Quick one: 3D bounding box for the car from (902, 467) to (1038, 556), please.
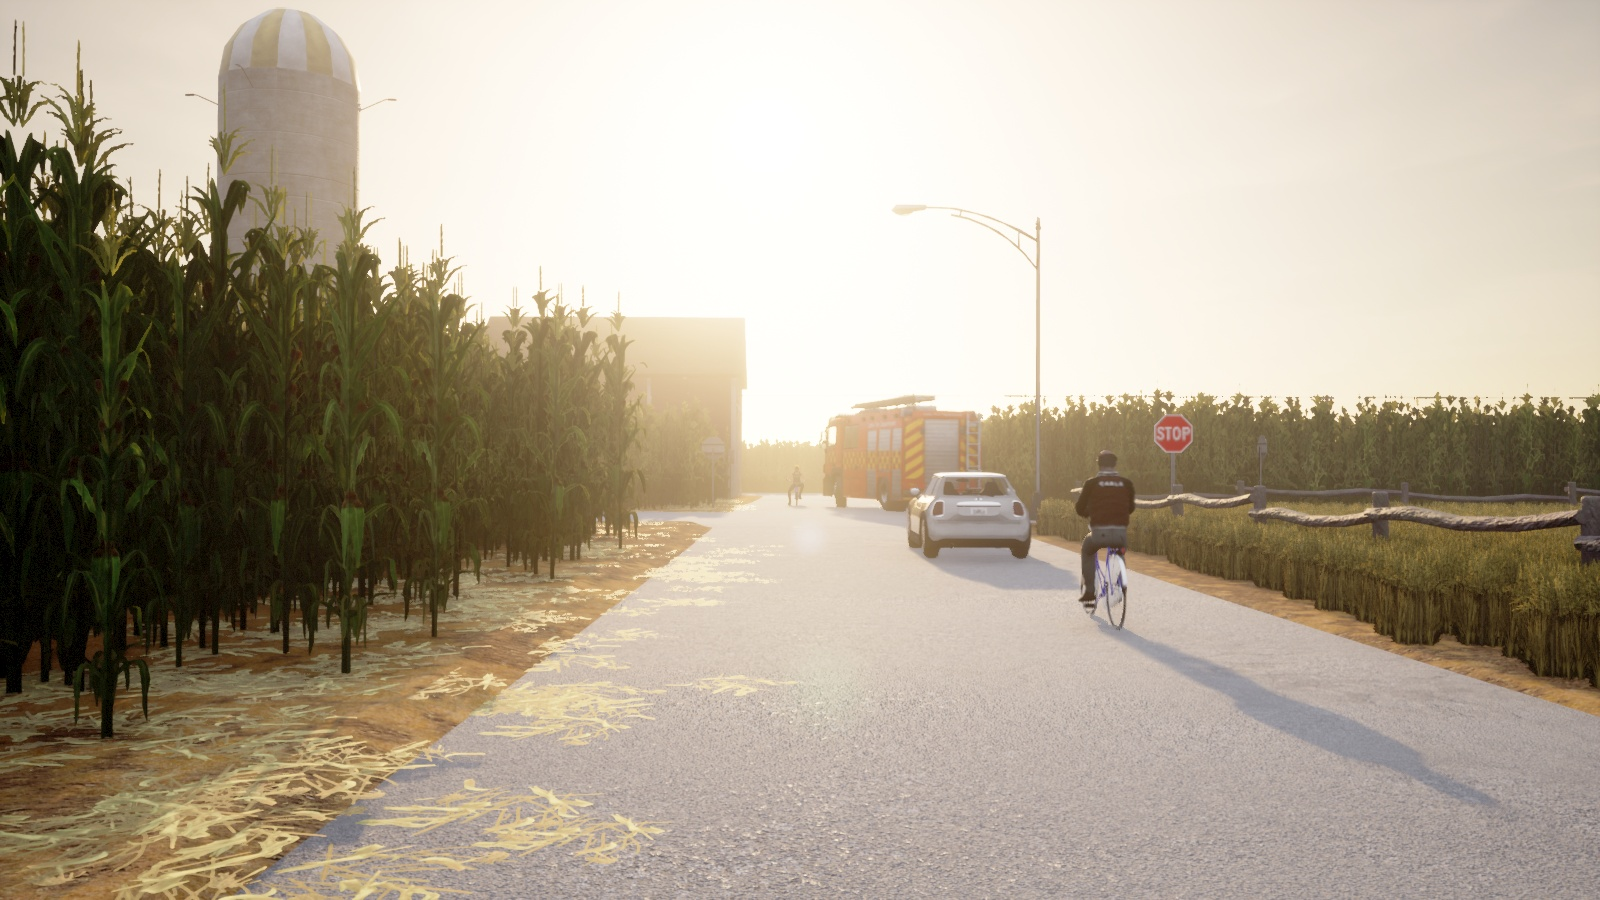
[{"bbox_3d":[3.039,1.074,23.203,1.970,1.475,3.806,0,0,0],"label":"car"}]

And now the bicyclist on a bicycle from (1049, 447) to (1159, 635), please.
[{"bbox_3d":[3.067,0.868,12.826,0.659,1.776,1.843,0,0,0],"label":"bicyclist on a bicycle"}]

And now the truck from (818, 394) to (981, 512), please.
[{"bbox_3d":[3.319,0.169,44.927,2.891,3.827,8.468,0,-1,-17],"label":"truck"}]
